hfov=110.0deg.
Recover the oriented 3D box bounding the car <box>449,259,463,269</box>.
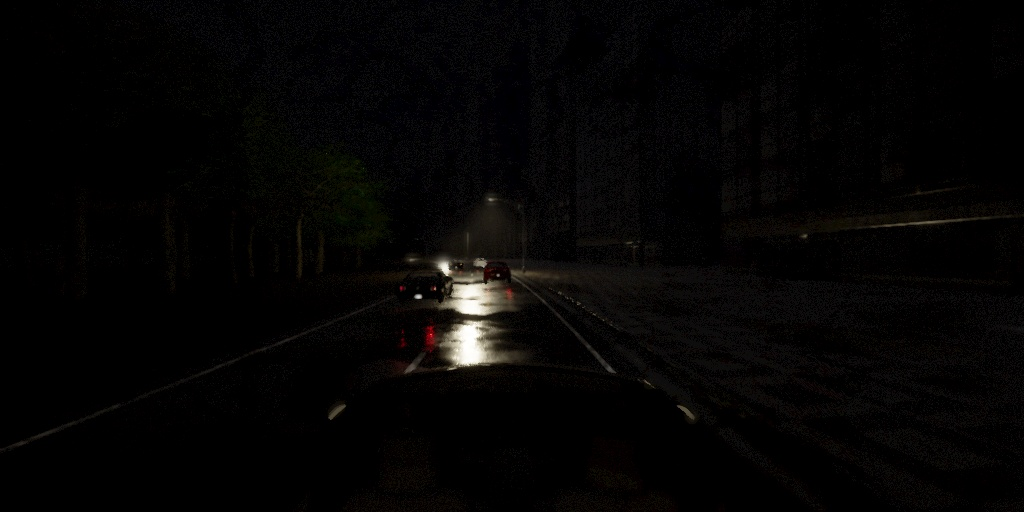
[{"bbox_3d":[-7.672,1.121,48.898,1.895,1.301,4.718,0,0,-10],"label":"car"}]

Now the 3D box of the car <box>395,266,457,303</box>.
[{"bbox_3d":[-3.872,1.323,16.541,1.895,1.301,4.718,0,0,-3],"label":"car"}]

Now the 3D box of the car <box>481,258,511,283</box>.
[{"bbox_3d":[-1.190,1.141,27.027,1.882,1.535,5.008,0,0,-5],"label":"car"}]

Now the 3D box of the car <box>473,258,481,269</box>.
[{"bbox_3d":[-4.538,1.026,51.008,1.812,1.442,4.674,0,0,-10],"label":"car"}]
